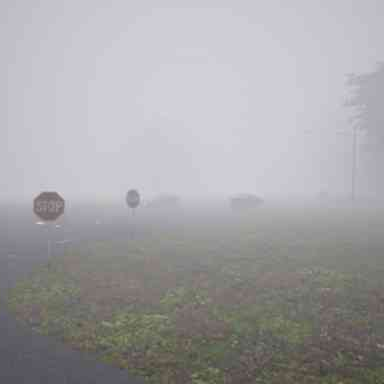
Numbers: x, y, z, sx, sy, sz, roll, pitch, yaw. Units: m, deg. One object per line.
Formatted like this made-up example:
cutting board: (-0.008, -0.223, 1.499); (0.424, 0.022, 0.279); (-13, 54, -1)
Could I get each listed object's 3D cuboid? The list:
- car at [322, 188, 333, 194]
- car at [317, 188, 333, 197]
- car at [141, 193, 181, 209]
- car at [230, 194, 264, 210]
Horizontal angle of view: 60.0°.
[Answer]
car: (35.927, -0.227, 88.159); (1.812, 1.442, 4.674); (2, 2, 36)
car: (25.406, 0.285, 63.970); (1.994, 1.385, 4.181); (2, 2, 29)
car: (-3.047, 0.866, 33.804); (2.128, 1.511, 4.902); (2, 3, 36)
car: (5.691, 0.905, 33.975); (1.882, 1.535, 5.008); (2, 3, 36)
